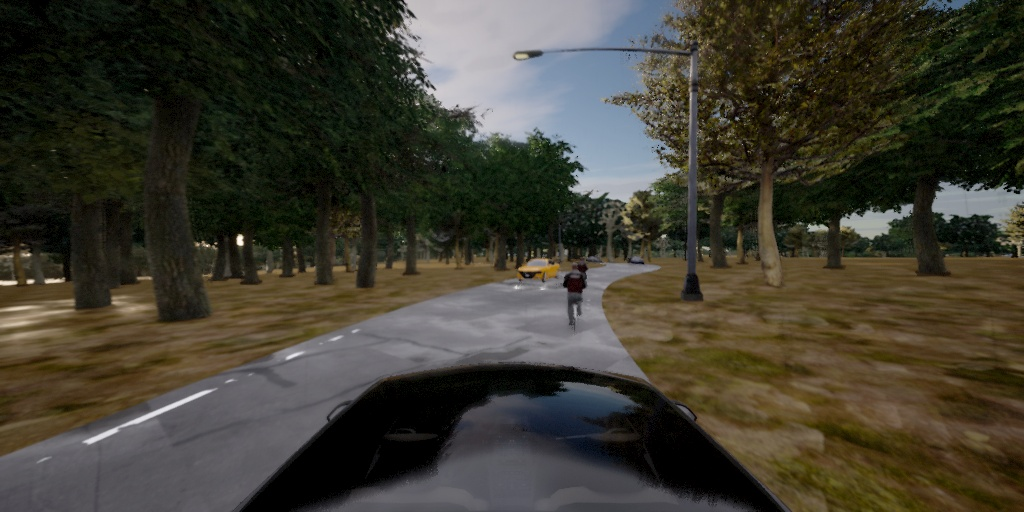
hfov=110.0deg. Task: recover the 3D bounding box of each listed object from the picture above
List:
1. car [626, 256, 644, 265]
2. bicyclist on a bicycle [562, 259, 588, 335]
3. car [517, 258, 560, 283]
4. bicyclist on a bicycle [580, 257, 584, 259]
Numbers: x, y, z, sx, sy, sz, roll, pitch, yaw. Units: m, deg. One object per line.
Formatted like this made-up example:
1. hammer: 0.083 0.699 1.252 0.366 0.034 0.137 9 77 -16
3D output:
1. car: 19.929 0.684 58.165 1.994 1.385 4.181 0 0 7
2. bicyclist on a bicycle: 1.621 1.052 9.314 0.659 1.776 1.843 0 1 8
3. car: 1.935 0.932 25.074 1.882 1.535 5.008 0 1 23
4. bicyclist on a bicycle: 3.476 0.938 17.742 0.659 1.776 1.843 1 1 16
